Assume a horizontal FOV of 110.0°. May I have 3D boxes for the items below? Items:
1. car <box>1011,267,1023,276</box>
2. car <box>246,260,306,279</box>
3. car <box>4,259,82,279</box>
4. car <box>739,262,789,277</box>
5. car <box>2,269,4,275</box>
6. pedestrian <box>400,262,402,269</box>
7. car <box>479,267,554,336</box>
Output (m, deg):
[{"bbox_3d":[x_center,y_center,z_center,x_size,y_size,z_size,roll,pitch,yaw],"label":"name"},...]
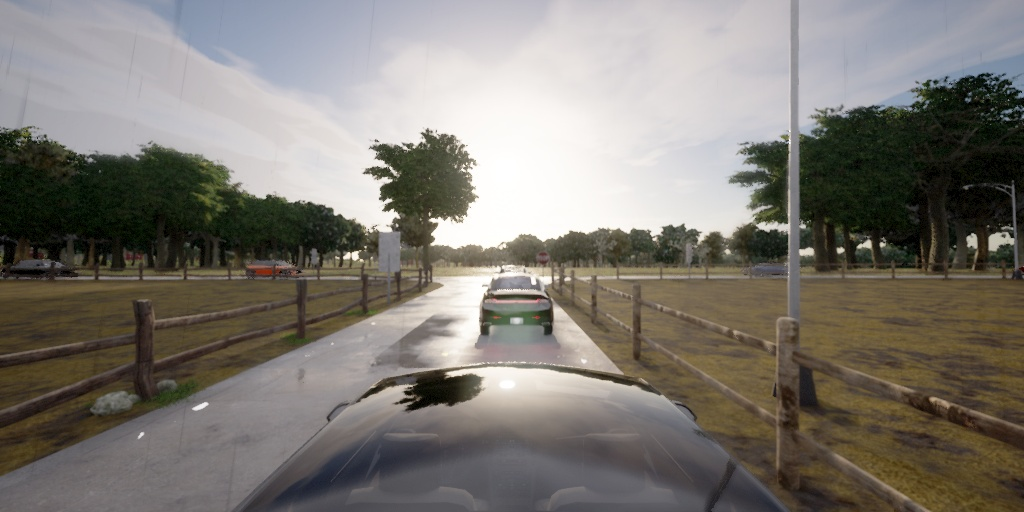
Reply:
[{"bbox_3d":[47.446,1.157,31.237,4.718,1.301,1.895,-1,-2,16],"label":"car"},{"bbox_3d":[-21.191,1.166,32.430,4.553,1.767,2.097,0,-2,0],"label":"car"},{"bbox_3d":[-42.079,1.158,32.490,4.553,1.767,2.097,0,-2,0],"label":"car"},{"bbox_3d":[24.677,1.313,35.017,4.181,1.385,1.994,0,-2,3],"label":"car"},{"bbox_3d":[-46.999,1.360,35.366,5.008,1.535,1.882,0,-2,1],"label":"car"},{"bbox_3d":[-12.054,1.243,38.391,0.375,1.860,0.375,0,-2,0],"label":"pedestrian"},{"bbox_3d":[0.112,1.247,10.465,2.128,1.511,4.902,0,0,0],"label":"car"}]
